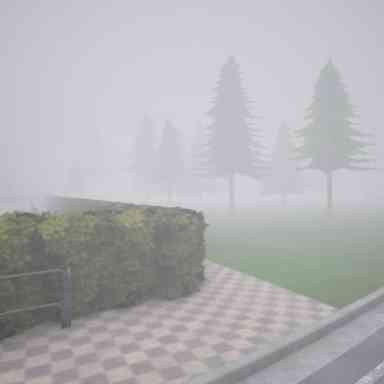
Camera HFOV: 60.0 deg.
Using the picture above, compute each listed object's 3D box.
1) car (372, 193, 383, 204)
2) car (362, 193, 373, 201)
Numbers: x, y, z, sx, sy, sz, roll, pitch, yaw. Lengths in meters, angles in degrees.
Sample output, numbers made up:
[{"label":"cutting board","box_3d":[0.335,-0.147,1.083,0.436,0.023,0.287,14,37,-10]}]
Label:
[{"label":"car","box_3d":[33.444,1.275,57.431,2.033,1.411,5.357,0,0,15]},{"label":"car","box_3d":[36.051,0.985,67.425,2.097,1.767,4.553,0,0,15]}]
